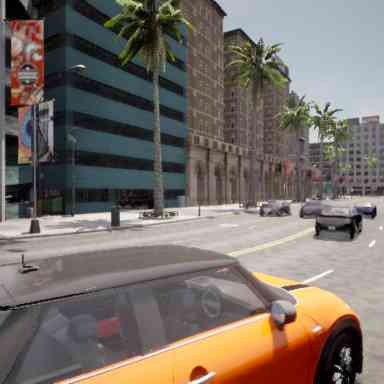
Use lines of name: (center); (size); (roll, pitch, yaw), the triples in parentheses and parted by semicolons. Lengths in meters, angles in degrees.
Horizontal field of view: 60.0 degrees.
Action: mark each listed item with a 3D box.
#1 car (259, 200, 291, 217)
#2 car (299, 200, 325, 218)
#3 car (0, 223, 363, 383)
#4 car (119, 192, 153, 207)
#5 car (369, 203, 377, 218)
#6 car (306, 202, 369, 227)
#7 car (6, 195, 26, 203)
car: (7.783, 1.474, 30.886); (2.128, 1.511, 4.902); (0, 0, 33)
car: (10.747, 1.492, 29.024); (1.837, 1.490, 4.892); (0, 0, 32)
car: (-0.160, 1.349, 3.378); (4.553, 1.767, 2.097); (0, 0, -39)
car: (-7.688, 0.987, 46.314); (2.435, 2.045, 5.566); (0, 0, 32)
car: (15.750, 1.588, 30.355); (1.895, 1.301, 4.718); (0, 0, 32)
car: (7.936, 1.484, 17.820); (2.128, 1.511, 4.902); (0, 0, 33)
car: (-33.416, 1.342, 61.943); (2.161, 1.482, 4.786); (0, 0, 32)
